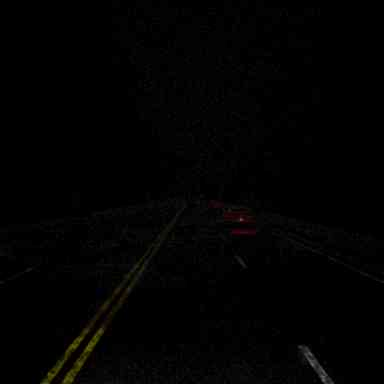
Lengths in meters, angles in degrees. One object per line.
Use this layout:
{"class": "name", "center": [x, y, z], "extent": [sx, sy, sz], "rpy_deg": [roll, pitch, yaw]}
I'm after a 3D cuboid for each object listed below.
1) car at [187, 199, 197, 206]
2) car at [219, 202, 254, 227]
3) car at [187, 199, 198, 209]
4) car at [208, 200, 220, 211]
{"class": "car", "center": [0.068, 2.258, 70.248], "extent": [2.033, 1.411, 5.357], "rpy_deg": [0, -1, 0]}
{"class": "car", "center": [3.288, 1.705, 24.599], "extent": [1.882, 1.535, 5.008], "rpy_deg": [0, -1, 0]}
{"class": "car", "center": [0.151, 2.092, 56.989], "extent": [2.033, 1.411, 5.357], "rpy_deg": [0, -1, 0]}
{"class": "car", "center": [3.299, 1.958, 49.165], "extent": [1.882, 1.535, 5.008], "rpy_deg": [0, -1, 0]}
